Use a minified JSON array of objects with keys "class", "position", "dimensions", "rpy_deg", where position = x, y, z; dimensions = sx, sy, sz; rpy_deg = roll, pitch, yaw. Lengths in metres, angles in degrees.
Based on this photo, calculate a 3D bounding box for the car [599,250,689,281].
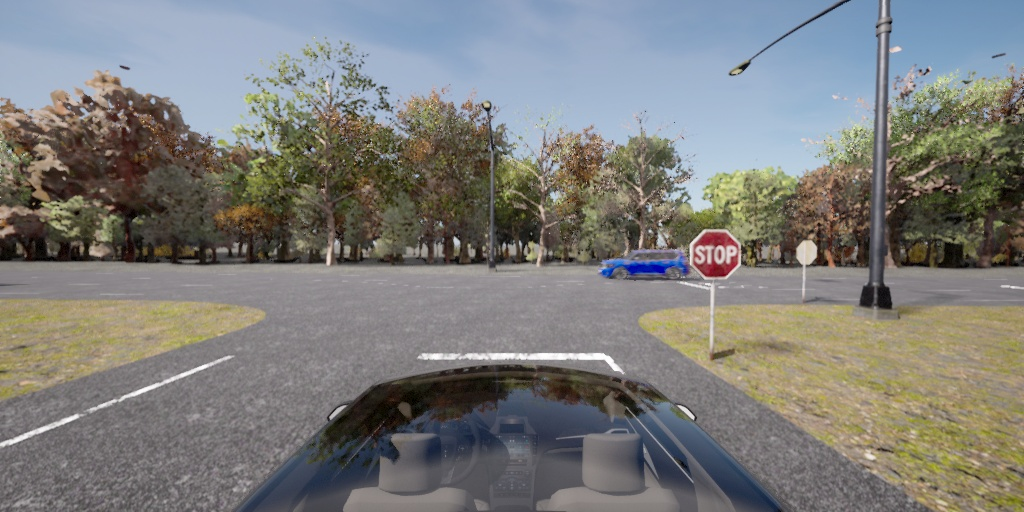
[{"class":"car","position":[8.528,0.626,23.334],"dimensions":[5.566,2.045,2.150],"rpy_deg":[0,1,0]}]
